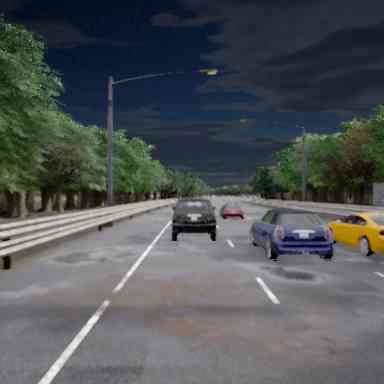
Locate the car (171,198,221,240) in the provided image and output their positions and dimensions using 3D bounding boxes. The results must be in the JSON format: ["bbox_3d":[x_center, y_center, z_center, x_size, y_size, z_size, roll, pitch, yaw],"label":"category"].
[{"bbox_3d":[0.101,1.316,17.592,2.150,2.045,5.566,0,0,0],"label":"car"}]

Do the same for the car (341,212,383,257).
[{"bbox_3d":[7.098,1.549,13.348,1.882,1.535,5.008,0,0,0],"label":"car"}]

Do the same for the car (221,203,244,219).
[{"bbox_3d":[3.713,1.762,31.680,1.994,1.385,4.181,0,0,1],"label":"car"}]

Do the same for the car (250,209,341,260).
[{"bbox_3d":[3.598,1.419,12.807,2.097,1.767,4.553,0,0,0],"label":"car"}]

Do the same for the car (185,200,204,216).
[{"bbox_3d":[0.286,1.711,36.207,1.882,1.535,5.008,0,0,1],"label":"car"}]
